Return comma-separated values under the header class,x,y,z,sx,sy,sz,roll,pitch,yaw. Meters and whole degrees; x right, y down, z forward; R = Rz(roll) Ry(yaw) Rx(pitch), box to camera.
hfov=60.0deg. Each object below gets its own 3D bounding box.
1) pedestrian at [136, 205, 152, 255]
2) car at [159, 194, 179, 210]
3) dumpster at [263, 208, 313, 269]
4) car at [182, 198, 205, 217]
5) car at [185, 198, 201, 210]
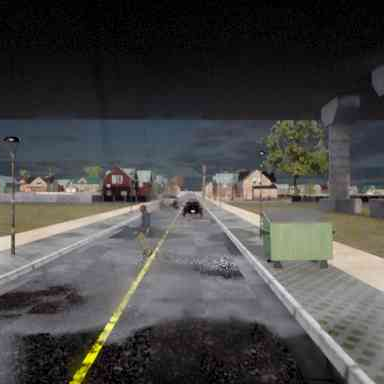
class,x,y,z,sx,sy,sz,roll,pitch,yaw
pedestrian,-1.659,1.295,11.684,0.375,1.860,0.375,1,-1,0
car,-2.843,1.215,42.233,2.150,2.045,5.566,0,0,0
dumpster,2.997,1.397,10.664,1.020,1.700,1.940,-1,-1,0
car,0.093,1.524,31.490,1.812,1.442,4.674,0,0,0
car,0.073,1.540,43.717,2.033,1.411,5.357,0,0,-1
